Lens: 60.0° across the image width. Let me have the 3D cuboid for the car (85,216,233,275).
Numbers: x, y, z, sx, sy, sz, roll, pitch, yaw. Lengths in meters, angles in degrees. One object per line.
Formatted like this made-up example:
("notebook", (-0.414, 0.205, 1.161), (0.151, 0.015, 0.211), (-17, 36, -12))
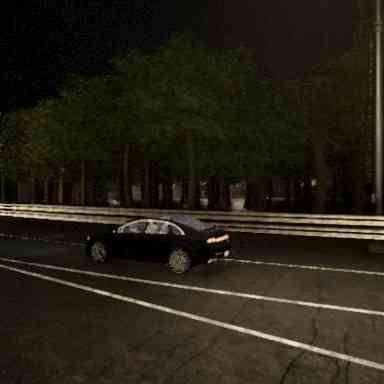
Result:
("car", (-1.167, 1.507, 10.458), (4.902, 1.511, 2.128), (0, 0, 27))
